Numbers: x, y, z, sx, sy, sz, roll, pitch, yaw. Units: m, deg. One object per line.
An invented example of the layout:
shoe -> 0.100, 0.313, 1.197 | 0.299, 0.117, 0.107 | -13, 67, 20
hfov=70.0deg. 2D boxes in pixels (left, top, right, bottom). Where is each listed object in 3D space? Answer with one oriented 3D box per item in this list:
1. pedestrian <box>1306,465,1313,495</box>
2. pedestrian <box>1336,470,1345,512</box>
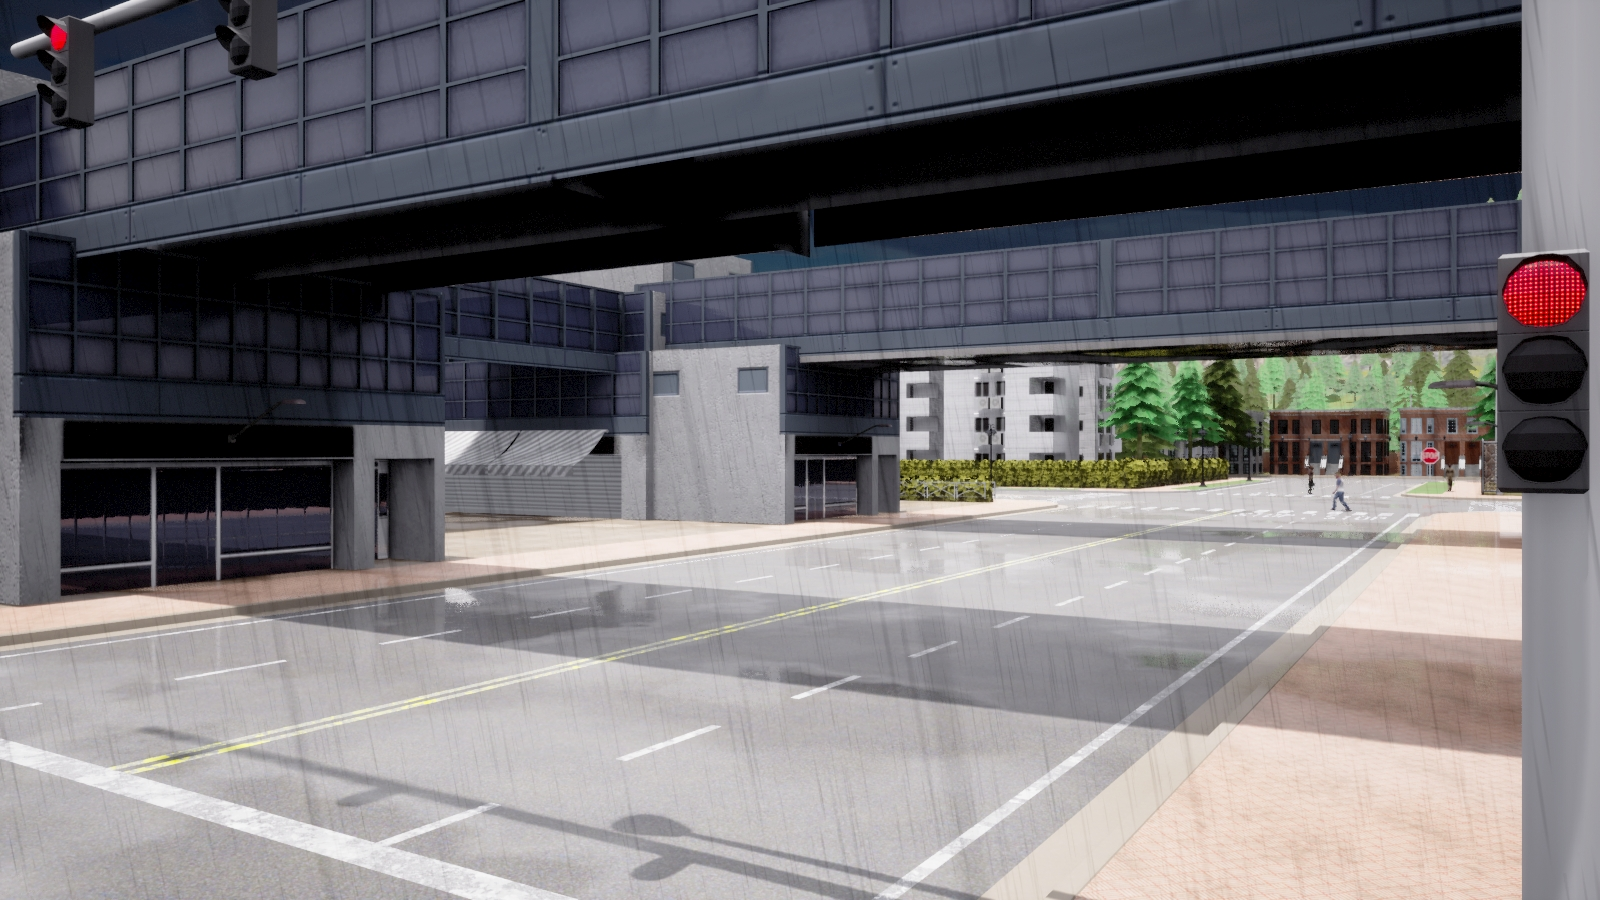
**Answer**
pedestrian -> 31.450, 1.837, 70.523 | 0.375, 1.860, 0.375 | 0, 0, 31
pedestrian -> 24.415, 1.848, 51.608 | 0.375, 1.860, 0.375 | 0, 0, 31
